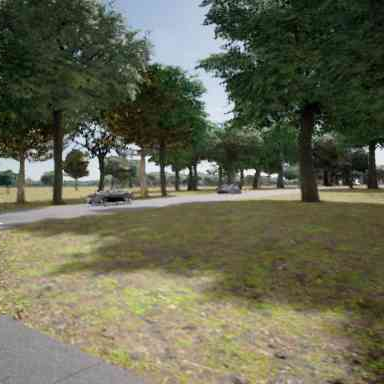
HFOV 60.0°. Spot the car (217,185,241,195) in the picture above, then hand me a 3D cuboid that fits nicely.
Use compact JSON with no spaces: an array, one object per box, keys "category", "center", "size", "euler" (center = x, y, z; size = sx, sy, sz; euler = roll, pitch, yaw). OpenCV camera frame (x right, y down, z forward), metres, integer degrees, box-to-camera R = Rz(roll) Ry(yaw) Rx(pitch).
[{"category":"car","center":[5.406,-0.291,48.426],"size":[1.994,1.385,4.181],"euler":[0,2,38]}]

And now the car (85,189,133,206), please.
[{"category":"car","center":[-7.744,0.460,31.405],"size":[2.128,1.511,4.902],"euler":[0,2,38]}]
